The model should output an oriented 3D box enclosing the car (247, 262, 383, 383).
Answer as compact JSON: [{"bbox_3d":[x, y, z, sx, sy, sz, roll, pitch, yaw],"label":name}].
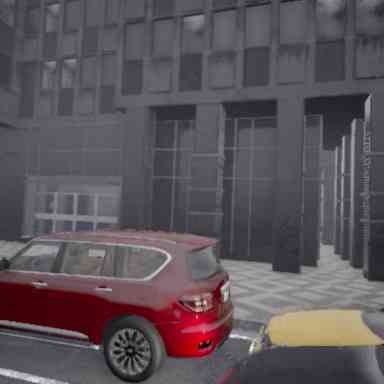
[{"bbox_3d":[3.228,1.887,4.034,4.829,1.417,1.752,1,-3,17],"label":"car"}]

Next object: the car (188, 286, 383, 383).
[{"bbox_3d":[2.471,1.768,2.323,4.674,1.442,1.812,1,-3,17],"label":"car"}]

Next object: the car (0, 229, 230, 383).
[{"bbox_3d":[-1.796,1.555,5.597,5.009,1.841,2.192,1,-3,17],"label":"car"}]
